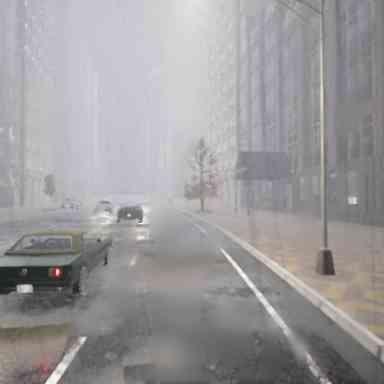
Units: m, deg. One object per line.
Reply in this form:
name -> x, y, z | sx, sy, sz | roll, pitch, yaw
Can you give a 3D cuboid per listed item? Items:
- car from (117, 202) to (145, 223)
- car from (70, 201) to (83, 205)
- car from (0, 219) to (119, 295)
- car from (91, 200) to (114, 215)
car -> -4.935, 1.586, 27.095 | 1.882, 1.535, 5.008 | 0, 0, -7
car -> -12.700, 1.285, 35.362 | 2.128, 1.511, 4.902 | 0, 0, -9
car -> -3.412, 1.641, 8.844 | 1.895, 1.301, 4.718 | 0, 0, -2
car -> -9.490, 1.589, 35.875 | 1.812, 1.442, 4.674 | 0, 0, -9
